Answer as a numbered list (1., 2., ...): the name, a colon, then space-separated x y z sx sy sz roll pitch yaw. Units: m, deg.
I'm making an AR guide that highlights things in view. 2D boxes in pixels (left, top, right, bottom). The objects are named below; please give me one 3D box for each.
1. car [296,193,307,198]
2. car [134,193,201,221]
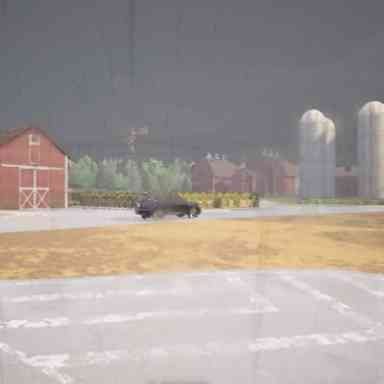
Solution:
1. car: 28.868 1.575 87.690 2.242 1.667 4.611 0 0 35
2. car: -1.902 1.143 26.643 5.566 2.045 2.150 0 0 -37
